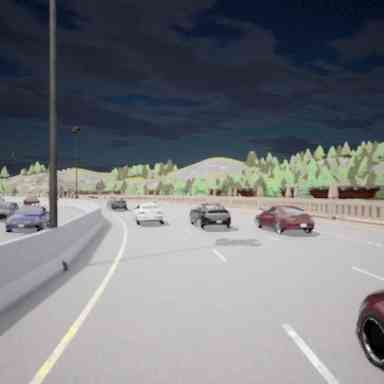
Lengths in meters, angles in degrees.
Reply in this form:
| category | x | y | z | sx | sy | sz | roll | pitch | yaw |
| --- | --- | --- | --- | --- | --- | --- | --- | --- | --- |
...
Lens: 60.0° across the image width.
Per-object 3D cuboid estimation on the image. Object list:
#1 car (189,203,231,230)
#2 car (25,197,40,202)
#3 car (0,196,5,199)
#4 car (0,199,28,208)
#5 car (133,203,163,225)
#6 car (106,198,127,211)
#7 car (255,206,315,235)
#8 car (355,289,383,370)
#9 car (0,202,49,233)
| category | x | y | z | sx | sy | sz | roll | pitch | yaw |
| --- | --- | --- | --- | --- | --- | --- | --- | --- | --- |
| car | 1.058 | 1.467 | 21.190 | 2.128 | 1.511 | 4.902 | 0 | 0 | -11 |
| car | -27.752 | 1.534 | 57.704 | 1.882 | 1.535 | 5.008 | 0 | 0 | -37 |
| car | -36.444 | 1.542 | 62.690 | 1.812 | 1.442 | 4.674 | 0 | 0 | -41 |
| car | -15.141 | 1.584 | 27.040 | 2.033 | 1.411 | 5.357 | 0 | 0 | -18 |
| car | -3.222 | 1.516 | 24.047 | 1.812 | 1.442 | 4.674 | 0 | 0 | -14 |
| car | -9.389 | 1.491 | 41.332 | 2.128 | 1.511 | 4.902 | 0 | 0 | -25 |
| car | 5.111 | 1.487 | 18.733 | 1.812 | 1.442 | 4.674 | 0 | 0 | -11 |
| car | 3.360 | 1.547 | 3.043 | 1.994 | 1.385 | 4.181 | 0 | 0 | -2 |
| car | -9.653 | 1.547 | 20.080 | 1.812 | 1.442 | 4.674 | 0 | 0 | -13 |
